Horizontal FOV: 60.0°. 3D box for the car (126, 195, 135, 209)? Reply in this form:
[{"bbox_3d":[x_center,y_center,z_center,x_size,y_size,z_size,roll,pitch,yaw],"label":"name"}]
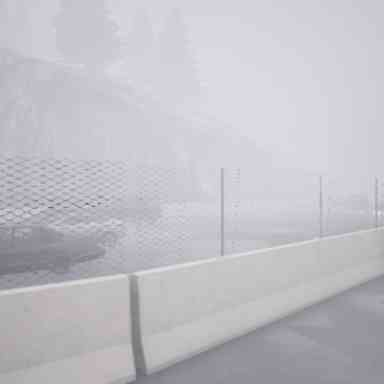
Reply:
[{"bbox_3d":[-4.569,1.262,22.671,5.566,2.045,2.150,0,0,-39],"label":"car"}]

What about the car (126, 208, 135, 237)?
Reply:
[{"bbox_3d":[-4.916,1.555,13.537,4.674,1.442,1.812,0,0,-37],"label":"car"}]
